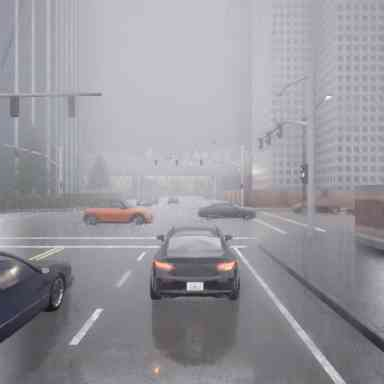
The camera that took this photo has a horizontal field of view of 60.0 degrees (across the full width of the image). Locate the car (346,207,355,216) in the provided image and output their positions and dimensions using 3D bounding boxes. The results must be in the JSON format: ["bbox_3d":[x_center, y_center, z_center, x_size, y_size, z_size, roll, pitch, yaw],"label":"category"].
[{"bbox_3d":[16.846,1.547,29.953,5.357,1.411,2.033,0,0,0],"label":"car"}]

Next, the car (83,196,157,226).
[{"bbox_3d":[-4.928,1.352,22.588,4.553,1.767,2.097,0,0,-1],"label":"car"}]

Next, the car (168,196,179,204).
[{"bbox_3d":[-3.476,1.547,62.941,2.033,1.411,5.357,0,0,0],"label":"car"}]

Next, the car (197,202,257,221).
[{"bbox_3d":[2.726,1.526,26.208,4.674,1.442,1.812,0,0,-1],"label":"car"}]

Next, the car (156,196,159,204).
[{"bbox_3d":[-7.145,1.491,60.276,2.128,1.511,4.902,0,0,0],"label":"car"}]

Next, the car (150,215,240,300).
[{"bbox_3d":[0.067,1.526,8.262,1.812,1.442,4.674,0,0,0],"label":"car"}]

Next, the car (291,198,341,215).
[{"bbox_3d":[12.371,1.352,33.470,4.553,1.767,2.097,0,0,0],"label":"car"}]

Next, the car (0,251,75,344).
[{"bbox_3d":[-3.447,1.547,4.665,2.033,1.411,5.357,0,0,0],"label":"car"}]
